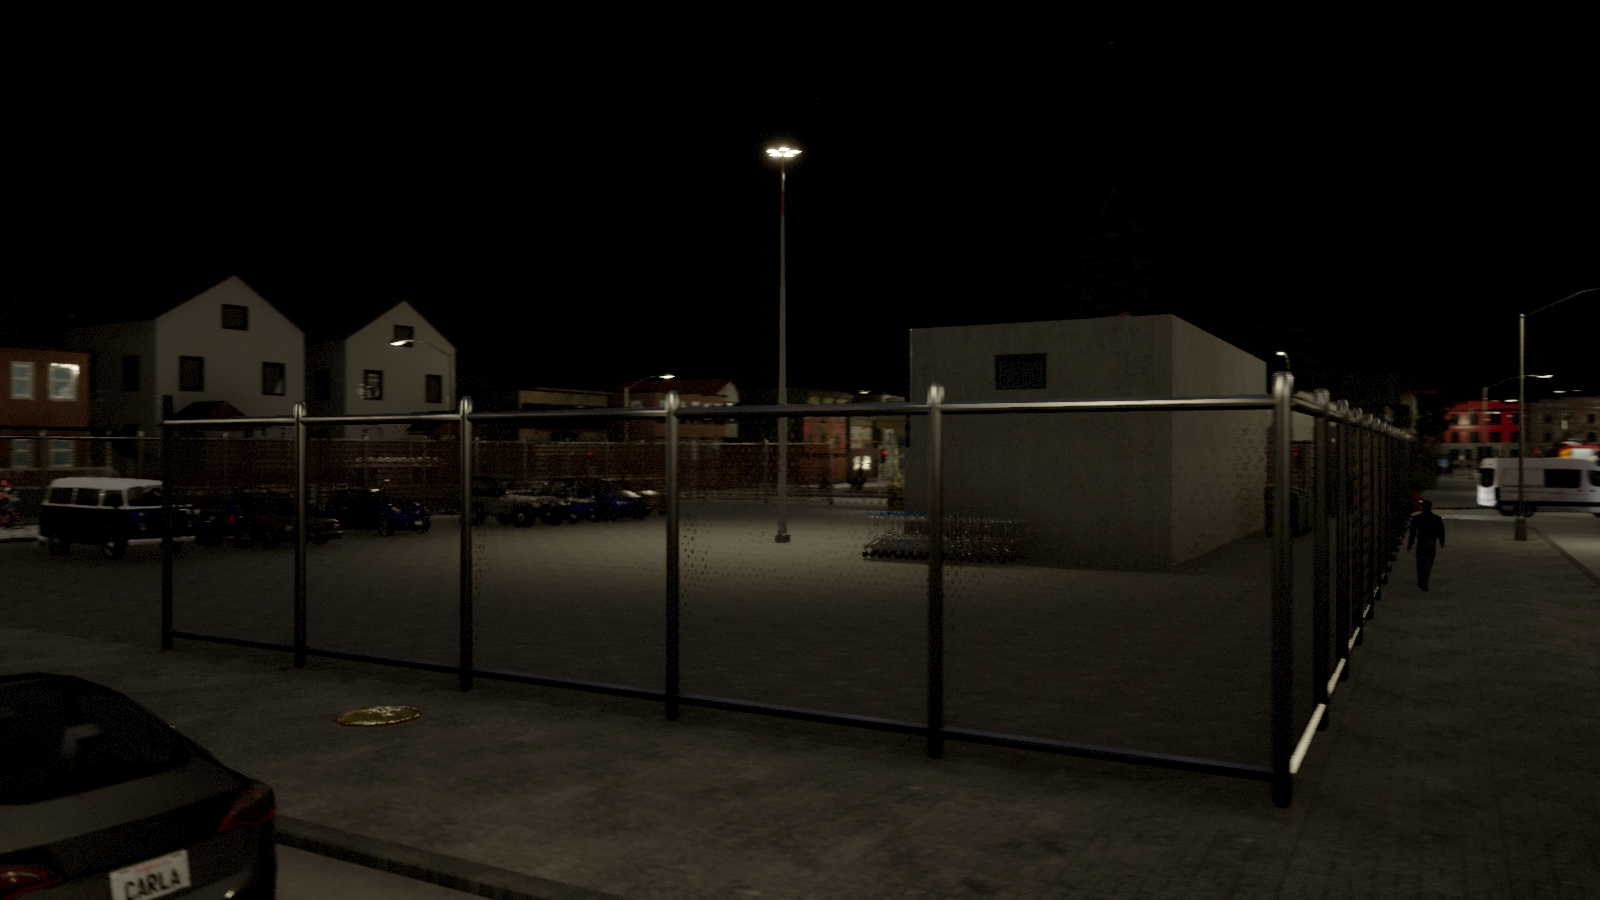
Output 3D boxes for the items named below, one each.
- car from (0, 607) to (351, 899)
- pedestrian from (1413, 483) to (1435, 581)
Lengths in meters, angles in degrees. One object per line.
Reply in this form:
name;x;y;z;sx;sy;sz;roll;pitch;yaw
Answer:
car;-5.078;1.848;6.494;4.792;1.488;2.163;0;0;30
pedestrian;12.013;1.563;22.001;0.375;1.860;0.375;0;0;29
